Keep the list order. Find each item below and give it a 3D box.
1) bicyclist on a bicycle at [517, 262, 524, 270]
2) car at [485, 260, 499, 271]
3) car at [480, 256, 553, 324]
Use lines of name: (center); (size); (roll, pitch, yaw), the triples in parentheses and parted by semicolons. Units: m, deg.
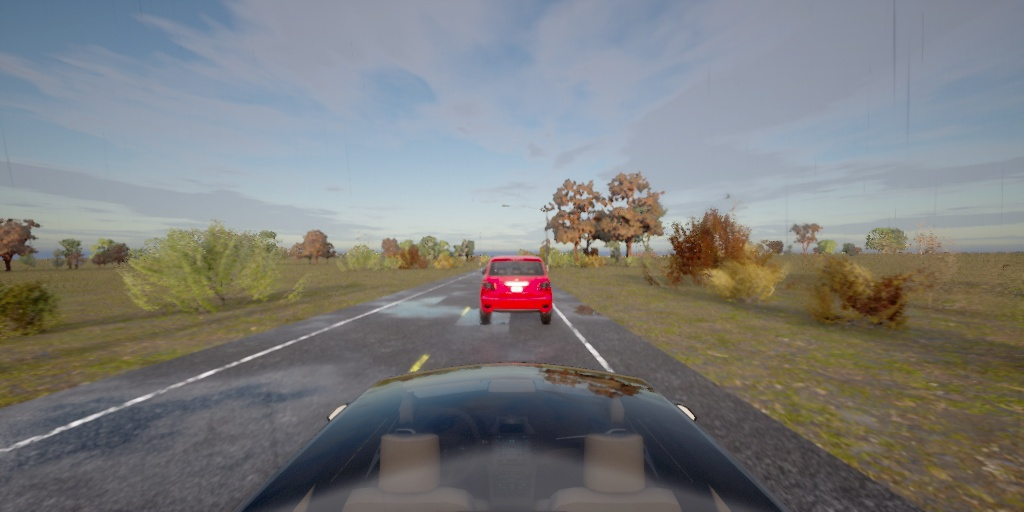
bicyclist on a bicycle: (0.957, 1.437, 37.379); (0.659, 1.776, 1.843); (0, 0, 0)
car: (-3.555, 1.661, 64.536); (2.097, 1.767, 4.553); (0, -1, 1)
car: (0.103, 1.061, 12.549); (2.150, 2.045, 5.566); (0, -1, -1)
